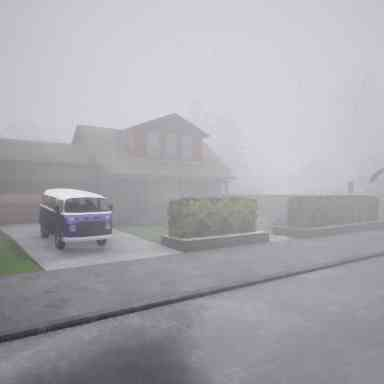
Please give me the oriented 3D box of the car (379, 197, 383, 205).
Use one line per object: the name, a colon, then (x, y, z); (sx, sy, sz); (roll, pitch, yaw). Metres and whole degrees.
car: (24.700, 0.985, 41.441); (3.866, 1.878, 1.905); (0, 0, 0)
